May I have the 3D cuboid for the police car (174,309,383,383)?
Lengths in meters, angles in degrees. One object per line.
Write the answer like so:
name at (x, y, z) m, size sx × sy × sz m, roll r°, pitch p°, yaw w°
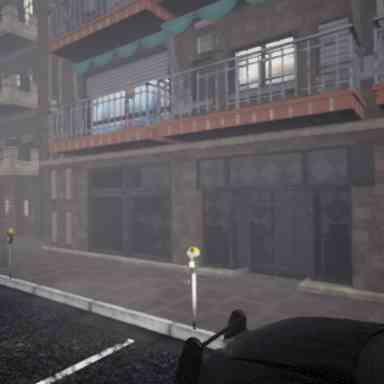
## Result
police car at (2.209, 1.414, 1.845) m, size 5.238 × 1.638 × 1.930 m, roll -1°, pitch 0°, yaw 35°
